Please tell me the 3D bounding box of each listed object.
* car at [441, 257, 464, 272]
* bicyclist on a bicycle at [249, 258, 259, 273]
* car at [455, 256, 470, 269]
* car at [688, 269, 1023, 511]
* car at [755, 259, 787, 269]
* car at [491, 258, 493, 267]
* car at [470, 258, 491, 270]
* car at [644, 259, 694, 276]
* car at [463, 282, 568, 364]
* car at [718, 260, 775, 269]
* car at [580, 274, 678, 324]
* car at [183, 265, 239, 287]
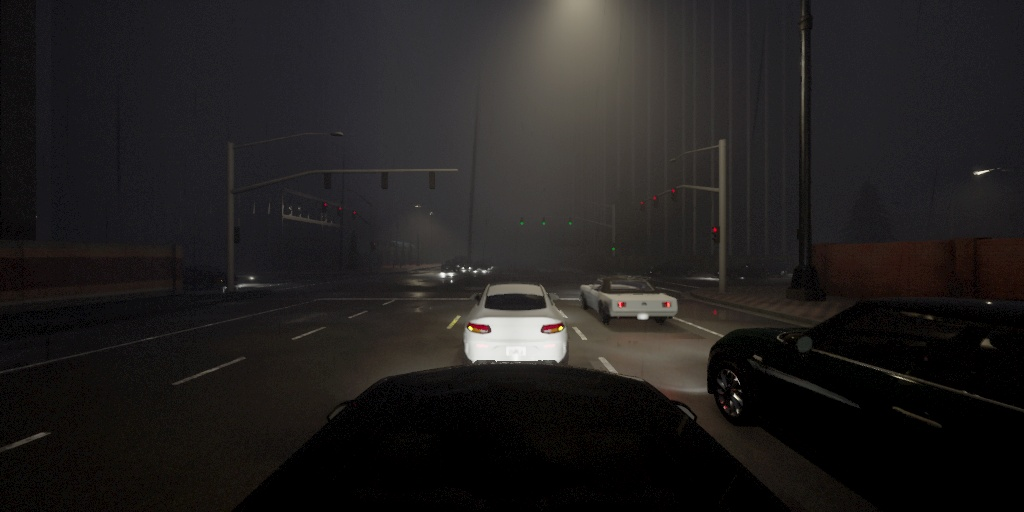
[{"bbox_3d":[-7.885,1.241,46.213,2.128,1.511,4.902,0,0,1],"label":"car"},{"bbox_3d":[-28.403,1.051,39.478,0.582,1.620,1.656,0,0,-1],"label":"bicyclist on a bicycle"},{"bbox_3d":[-7.991,0.971,56.059,2.150,2.045,5.566,0,0,-1],"label":"car"},{"bbox_3d":[3.600,1.102,2.853,2.097,1.767,4.553,0,0,0],"label":"car"},{"bbox_3d":[24.235,1.102,35.186,4.553,1.767,2.097,0,0,0],"label":"car"},{"bbox_3d":[-4.538,1.275,59.394,1.812,1.442,4.674,0,0,-1],"label":"car"},{"bbox_3d":[-4.416,1.314,50.778,1.994,1.385,4.181,0,0,-1],"label":"car"},{"bbox_3d":[15.343,1.102,35.106,4.553,1.767,2.097,0,0,0],"label":"car"},{"bbox_3d":[0.059,1.276,7.751,1.812,1.442,4.674,0,0,0],"label":"car"},{"bbox_3d":[20.194,1.314,31.651,4.181,1.385,1.994,0,0,-1],"label":"car"},{"bbox_3d":[3.564,1.351,11.962,1.895,1.301,4.718,0,0,0],"label":"car"},{"bbox_3d":[-20.910,1.314,24.057,4.181,1.385,1.994,0,0,-1],"label":"car"}]
